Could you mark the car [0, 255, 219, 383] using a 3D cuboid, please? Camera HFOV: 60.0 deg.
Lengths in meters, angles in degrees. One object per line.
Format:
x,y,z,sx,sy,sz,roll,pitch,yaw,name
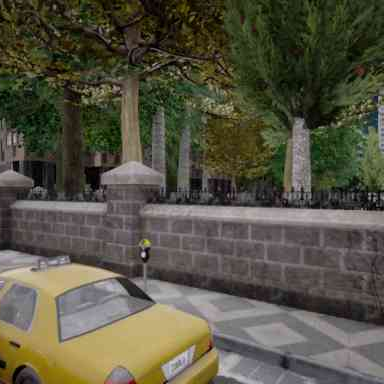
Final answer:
-1.997,1.525,4.383,4.829,1.417,1.752,0,0,35,car
